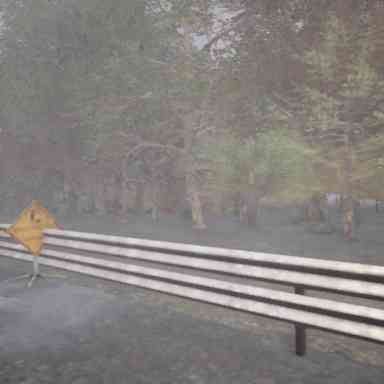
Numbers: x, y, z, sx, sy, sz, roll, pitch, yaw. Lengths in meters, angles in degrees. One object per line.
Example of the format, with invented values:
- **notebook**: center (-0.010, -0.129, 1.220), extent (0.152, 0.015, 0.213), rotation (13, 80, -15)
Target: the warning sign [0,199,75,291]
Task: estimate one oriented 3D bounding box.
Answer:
- **warning sign**: center (-3.661, 1.122, 7.766), extent (1.060, 1.860, 1.300), rotation (-2, 0, 36)
